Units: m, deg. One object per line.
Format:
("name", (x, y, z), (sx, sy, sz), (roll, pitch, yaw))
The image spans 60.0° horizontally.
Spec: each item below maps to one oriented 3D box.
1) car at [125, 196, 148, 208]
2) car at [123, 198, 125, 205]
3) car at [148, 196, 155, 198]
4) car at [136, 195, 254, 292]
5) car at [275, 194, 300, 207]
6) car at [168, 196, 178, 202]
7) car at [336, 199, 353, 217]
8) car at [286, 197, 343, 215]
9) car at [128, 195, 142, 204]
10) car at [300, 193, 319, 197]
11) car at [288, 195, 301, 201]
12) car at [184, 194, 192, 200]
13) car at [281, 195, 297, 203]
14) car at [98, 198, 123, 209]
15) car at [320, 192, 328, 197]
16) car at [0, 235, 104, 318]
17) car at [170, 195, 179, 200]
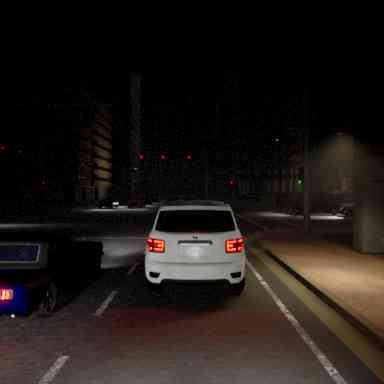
("car", (-7.912, 1.477, 47.804), (1.882, 1.535, 5.008), (0, 0, 0))
("car", (-11.439, 1.601, 55.297), (1.895, 1.301, 4.718), (0, 0, 0))
("car", (-7.942, 1.504, 57.076), (1.837, 1.490, 4.892), (0, 0, 0))
("car", (0.093, 1.221, 9.100), (2.150, 2.045, 5.566), (0, 0, 1))
("car", (13.236, 1.153, 47.125), (1.932, 1.855, 4.605), (0, 0, 0))
("car", (-4.453, 1.550, 77.656), (1.994, 1.385, 4.181), (0, 0, 0))
("car", (15.449, 1.564, 29.361), (4.181, 1.385, 1.994), (0, 0, 1))
("car", (12.294, 1.505, 32.896), (4.892, 1.490, 1.837), (0, 0, 0))
("car", (-11.421, 1.477, 66.863), (1.882, 1.535, 5.008), (0, 0, 0))
("car", (16.130, 1.156, 47.073), (1.905, 1.878, 3.866), (0, 0, 0))
("car", (24.570, 1.395, 79.651), (1.970, 1.475, 3.806), (0, 0, 0))
("car", (-0.990, 1.303, 85.825), (1.882, 1.535, 5.008), (0, 0, 0))
("car", (18.817, 1.395, 64.543), (1.970, 1.475, 3.806), (0, 0, 0))
("car", (-11.407, 1.547, 45.705), (2.033, 1.411, 5.357), (0, 0, 0))
("car", (30.148, 1.153, 79.707), (1.932, 1.855, 4.605), (0, 0, 0))
("car", (-3.420, 1.601, 7.348), (1.895, 1.301, 4.718), (0, 0, 1))
("car", (-4.490, 1.378, 85.809), (1.994, 1.385, 4.181), (0, 0, 0))
